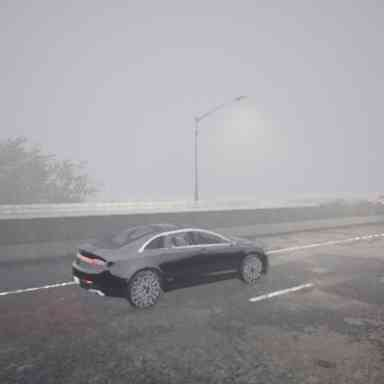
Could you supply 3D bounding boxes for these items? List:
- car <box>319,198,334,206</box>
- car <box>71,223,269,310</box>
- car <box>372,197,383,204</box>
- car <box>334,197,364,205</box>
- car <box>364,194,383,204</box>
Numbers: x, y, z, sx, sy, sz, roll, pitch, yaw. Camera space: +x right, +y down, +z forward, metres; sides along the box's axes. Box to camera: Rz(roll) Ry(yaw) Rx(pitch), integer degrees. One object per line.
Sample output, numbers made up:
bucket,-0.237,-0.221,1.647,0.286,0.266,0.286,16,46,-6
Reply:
car,18.471,1.472,42.942,5.008,1.535,1.882,0,0,-35
car,-0.263,1.492,7.860,4.902,1.511,2.128,0,0,-36
car,7.479,1.222,9.082,5.566,2.045,2.150,0,0,-36
car,19.379,1.473,39.296,5.008,1.535,1.882,0,0,-35
car,21.840,1.218,36.753,5.566,2.045,2.150,0,0,-35
